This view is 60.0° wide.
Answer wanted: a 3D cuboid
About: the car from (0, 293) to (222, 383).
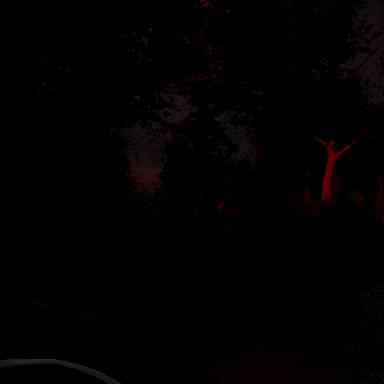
[{"bbox_3d":[-2.013,1.495,1.706,4.902,1.511,2.128,0,0,-36],"label":"car"}]
